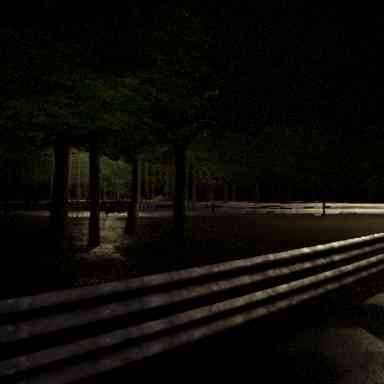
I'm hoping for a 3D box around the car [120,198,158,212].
[{"bbox_3d":[-6.973,1.754,44.091,4.553,1.767,2.097,0,-1,4],"label":"car"}]

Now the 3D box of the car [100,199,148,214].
[{"bbox_3d":[-7.790,1.674,37.131,4.892,1.490,1.837,0,-1,4],"label":"car"}]

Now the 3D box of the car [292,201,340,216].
[{"bbox_3d":[13.298,1.757,35.754,4.902,1.511,2.128,0,-1,4],"label":"car"}]
